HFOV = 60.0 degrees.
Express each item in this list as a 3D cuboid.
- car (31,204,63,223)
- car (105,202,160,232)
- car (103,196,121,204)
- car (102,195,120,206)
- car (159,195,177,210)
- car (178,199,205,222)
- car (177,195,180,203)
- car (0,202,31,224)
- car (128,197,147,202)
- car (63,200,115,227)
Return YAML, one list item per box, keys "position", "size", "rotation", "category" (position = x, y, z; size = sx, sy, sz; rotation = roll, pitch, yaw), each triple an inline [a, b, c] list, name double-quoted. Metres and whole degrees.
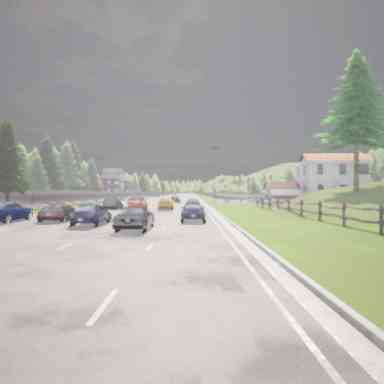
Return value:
- position: [-10.399, 1.598, 26.067]
  size: [1.994, 1.385, 4.181]
  rotation: [0, 0, 0]
  category: "car"
- position: [-3.399, 1.573, 20.046]
  size: [2.033, 1.411, 5.357]
  rotation: [0, 0, 0]
  category: "car"
- position: [-10.398, 1.620, 43.605]
  size: [1.994, 1.385, 4.181]
  rotation: [0, 0, 0]
  category: "car"
- position: [-13.998, 1.426, 57.876]
  size: [2.097, 1.767, 4.553]
  rotation: [0, 0, 0]
  category: "car"
- position: [-3.399, 1.534, 44.388]
  size: [1.882, 1.535, 5.008]
  rotation: [0, 0, 0]
  category: "car"
- position: [0.087, 1.559, 26.296]
  size: [1.812, 1.442, 4.674]
  rotation: [0, 0, 0]
  category: "car"
- position: [-3.498, 1.442, 68.292]
  size: [2.097, 1.767, 4.553]
  rotation: [0, 0, 0]
  category: "car"
- position: [-13.900, 1.510, 24.986]
  size: [1.882, 1.535, 5.008]
  rotation: [0, 0, 0]
  category: "car"
- position: [-6.900, 1.406, 42.448]
  size: [2.097, 1.767, 4.553]
  rotation: [0, 0, 0]
  category: "car"
- position: [-6.913, 1.555, 22.838]
  size: [1.812, 1.442, 4.674]
  rotation: [0, 0, 0]
  category: "car"
